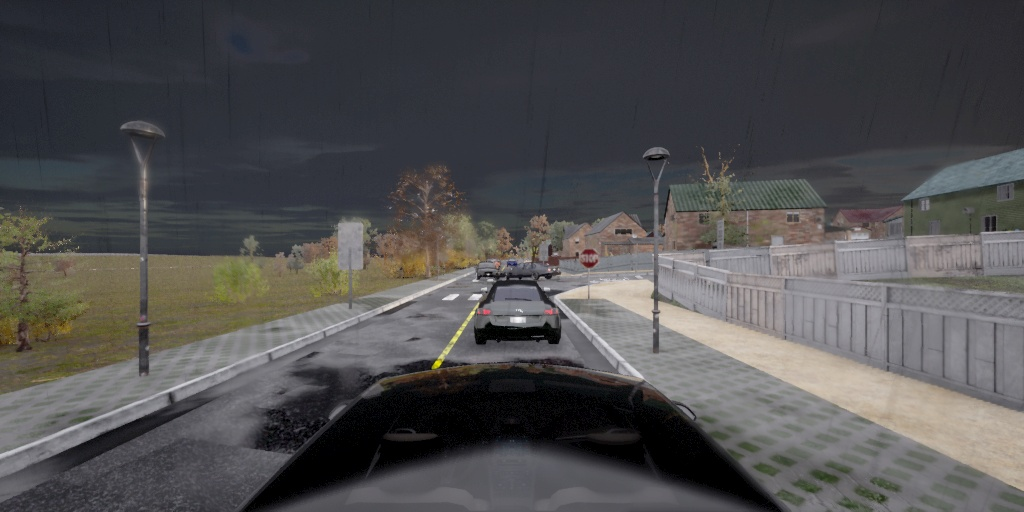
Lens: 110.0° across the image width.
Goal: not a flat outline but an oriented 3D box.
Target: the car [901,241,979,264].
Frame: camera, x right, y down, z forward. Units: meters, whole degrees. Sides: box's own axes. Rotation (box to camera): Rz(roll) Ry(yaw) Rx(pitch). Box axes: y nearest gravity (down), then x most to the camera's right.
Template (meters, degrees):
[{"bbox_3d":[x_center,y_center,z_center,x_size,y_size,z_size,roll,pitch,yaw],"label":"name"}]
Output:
[{"bbox_3d":[23.888,-0.208,20.514,4.902,1.511,2.128,-3,0,14],"label":"car"}]

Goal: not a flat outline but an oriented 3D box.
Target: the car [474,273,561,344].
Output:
[{"bbox_3d":[0.102,1.313,9.545,1.994,1.385,4.181,0,0,-1],"label":"car"}]

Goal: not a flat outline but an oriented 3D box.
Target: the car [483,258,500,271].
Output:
[{"bbox_3d":[-2.847,1.121,51.288,2.097,1.767,4.553,0,0,1],"label":"car"}]

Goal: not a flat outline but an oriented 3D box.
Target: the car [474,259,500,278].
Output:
[{"bbox_3d":[-2.251,1.258,31.470,1.837,1.490,4.892,0,0,-8],"label":"car"}]

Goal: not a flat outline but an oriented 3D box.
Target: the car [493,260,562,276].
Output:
[{"bbox_3d":[1.337,1.198,28.559,5.357,1.411,2.033,-4,-3,43],"label":"car"}]

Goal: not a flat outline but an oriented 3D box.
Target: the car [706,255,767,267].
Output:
[{"bbox_3d":[14.387,0.413,22.935,4.181,1.385,1.994,-3,0,16],"label":"car"}]
